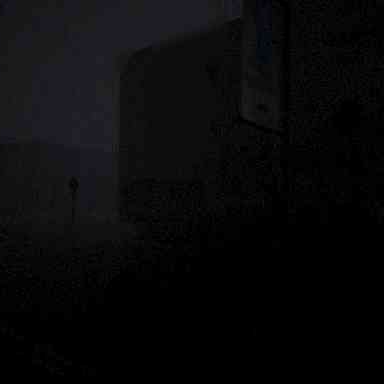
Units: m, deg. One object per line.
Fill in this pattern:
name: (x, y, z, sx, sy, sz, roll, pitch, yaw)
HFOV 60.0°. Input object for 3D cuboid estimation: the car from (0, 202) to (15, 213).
car: (-22.930, 1.738, 37.624, 2.033, 1.411, 5.357, 1, -1, 28)
